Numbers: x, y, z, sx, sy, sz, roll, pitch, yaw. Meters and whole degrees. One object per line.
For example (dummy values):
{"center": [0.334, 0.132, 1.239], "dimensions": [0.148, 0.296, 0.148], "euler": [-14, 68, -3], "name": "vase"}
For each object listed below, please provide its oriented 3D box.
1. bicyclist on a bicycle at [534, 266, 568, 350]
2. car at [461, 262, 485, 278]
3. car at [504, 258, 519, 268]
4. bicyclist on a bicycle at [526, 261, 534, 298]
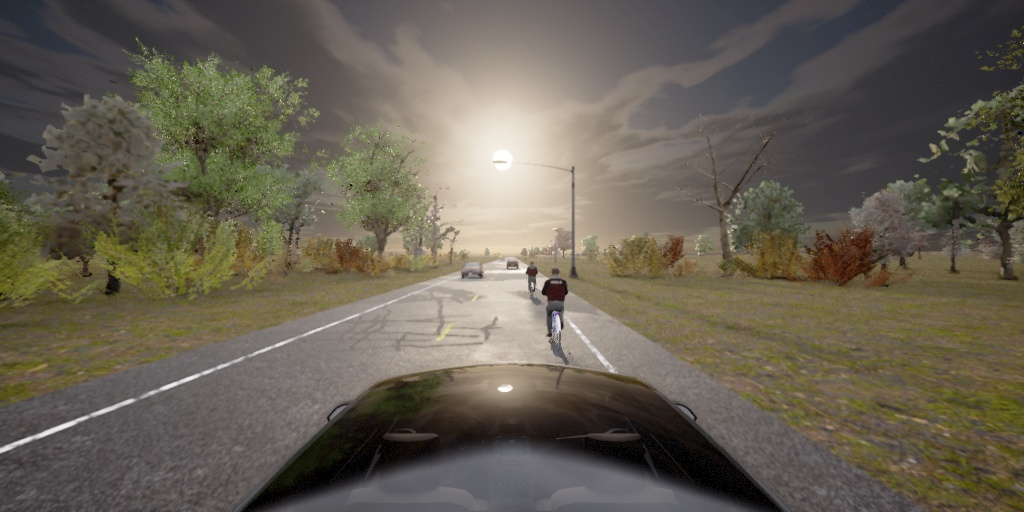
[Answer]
{"center": [0.963, 1.121, 8.156], "dimensions": [0.659, 1.776, 1.843], "euler": [0, 0, 0], "name": "bicyclist on a bicycle"}
{"center": [-3.590, 1.273, 33.412], "dimensions": [1.812, 1.442, 4.674], "euler": [0, 0, 0], "name": "car"}
{"center": [0.095, 1.217, 59.315], "dimensions": [1.882, 1.535, 5.008], "euler": [0, 0, 0], "name": "car"}
{"center": [0.962, 1.120, 17.364], "dimensions": [0.659, 1.776, 1.843], "euler": [0, 0, 0], "name": "bicyclist on a bicycle"}
